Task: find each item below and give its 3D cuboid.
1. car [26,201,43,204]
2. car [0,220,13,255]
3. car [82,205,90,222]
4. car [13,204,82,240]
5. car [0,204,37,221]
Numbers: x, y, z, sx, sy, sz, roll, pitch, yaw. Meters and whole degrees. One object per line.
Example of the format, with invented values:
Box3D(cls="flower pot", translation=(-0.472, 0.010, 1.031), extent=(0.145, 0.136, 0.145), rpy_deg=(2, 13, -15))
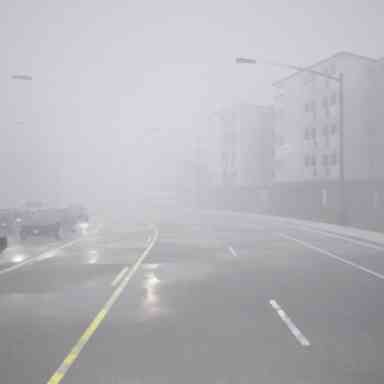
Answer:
Box3D(cls="car", translation=(-14.420, 1.601, 30.405), extent=(2.097, 1.767, 4.553), rpy_deg=(0, 0, -25))
Box3D(cls="car", translation=(-7.211, 1.691, 9.102), extent=(1.895, 1.301, 4.718), rpy_deg=(0, 0, 1))
Box3D(cls="car", translation=(-9.807, 1.770, 28.344), extent=(2.033, 1.411, 5.357), rpy_deg=(0, 0, -20))
Box3D(cls="car", translation=(-7.683, 1.629, 18.272), extent=(1.882, 1.535, 5.008), rpy_deg=(0, 0, -7))
Box3D(cls="car", translation=(-11.384, 1.724, 20.651), extent=(2.033, 1.411, 5.357), rpy_deg=(0, 0, -9))
